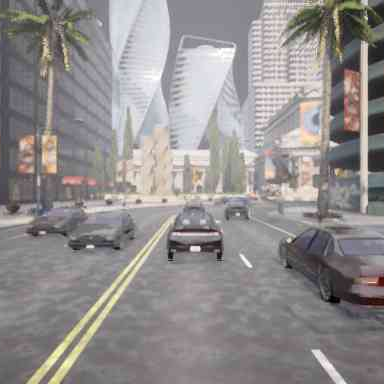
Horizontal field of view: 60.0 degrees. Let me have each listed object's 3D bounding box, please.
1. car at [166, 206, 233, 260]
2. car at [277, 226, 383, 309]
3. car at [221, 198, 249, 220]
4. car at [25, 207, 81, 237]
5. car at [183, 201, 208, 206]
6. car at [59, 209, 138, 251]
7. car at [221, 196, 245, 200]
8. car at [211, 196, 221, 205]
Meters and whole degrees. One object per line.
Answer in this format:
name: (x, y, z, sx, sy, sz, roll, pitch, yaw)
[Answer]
car: (0.101, 1.493, 12.419, 2.128, 1.511, 4.902, 0, 0, 0)
car: (3.601, 1.549, 8.121, 2.033, 1.411, 5.357, 0, 0, 0)
car: (3.762, 1.510, 28.645, 1.837, 1.490, 4.892, 0, 0, 3)
car: (-7.083, 1.551, 18.433, 2.033, 1.411, 5.357, 0, 0, 0)
car: (0.267, 1.510, 28.652, 1.837, 1.490, 4.892, 0, 0, 3)
car: (-3.596, 1.550, 14.428, 2.033, 1.411, 5.357, 0, 0, 0)
car: (7.607, 1.488, 56.001, 1.882, 1.535, 5.008, 0, 0, 44)
car: (5.388, 1.501, 58.775, 2.128, 1.511, 4.902, 0, 0, 43)
